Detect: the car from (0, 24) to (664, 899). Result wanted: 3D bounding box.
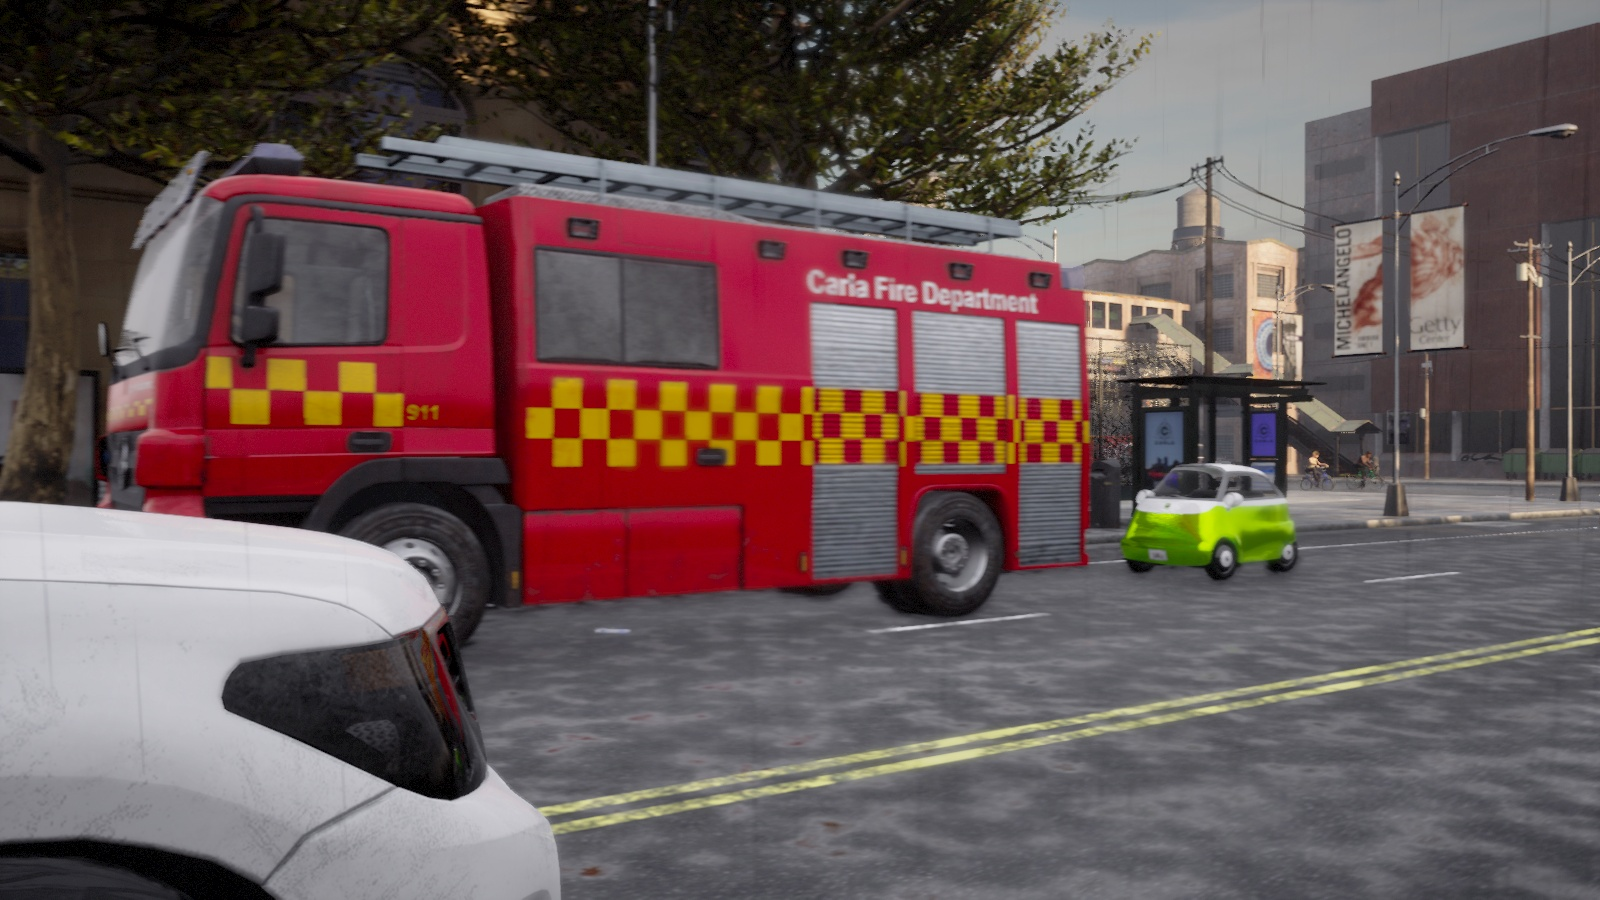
[{"bbox_3d":[-3.135,0.474,1.477,5.566,2.045,2.150,0,0,-35],"label":"car"}]

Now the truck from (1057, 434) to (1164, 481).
[{"bbox_3d":[16.730,0.389,67.852,2.627,2.467,5.204,0,0,-34],"label":"truck"}]

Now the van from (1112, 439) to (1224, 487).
[{"bbox_3d":[16.359,0.571,55.982,2.069,2.038,4.480,0,0,-34],"label":"van"}]

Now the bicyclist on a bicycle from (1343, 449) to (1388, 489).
[{"bbox_3d":[23.380,0.776,51.933,0.582,1.620,1.656,0,0,-34],"label":"bicyclist on a bicycle"}]

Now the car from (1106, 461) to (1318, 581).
[{"bbox_3d":[5.160,0.827,15.725,2.207,1.376,1.481,0,0,-34],"label":"car"}]

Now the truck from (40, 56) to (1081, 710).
[{"bbox_3d":[-1.582,-0.390,10.954,8.468,3.827,2.891,0,0,-35],"label":"truck"}]

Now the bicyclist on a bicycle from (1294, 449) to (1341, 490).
[{"bbox_3d":[20.552,0.761,49.908,0.866,1.612,1.509,0,0,-34],"label":"bicyclist on a bicycle"}]
